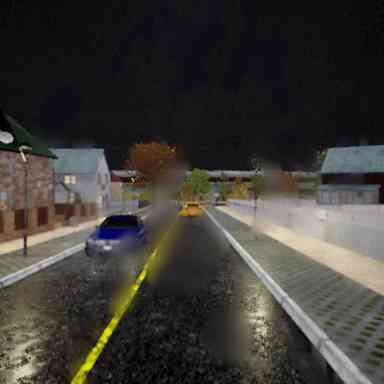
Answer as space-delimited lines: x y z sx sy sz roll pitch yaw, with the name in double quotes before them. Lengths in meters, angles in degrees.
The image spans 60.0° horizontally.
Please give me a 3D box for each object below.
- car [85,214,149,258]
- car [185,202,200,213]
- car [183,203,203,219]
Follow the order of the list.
"car" -2.852 1.658 13.564 1.812 1.442 4.674 0 -1 0
"car" 0.092 2.047 44.015 1.895 1.301 4.718 0 -1 0
"car" 0.094 1.808 33.326 1.882 1.535 5.008 0 0 0
